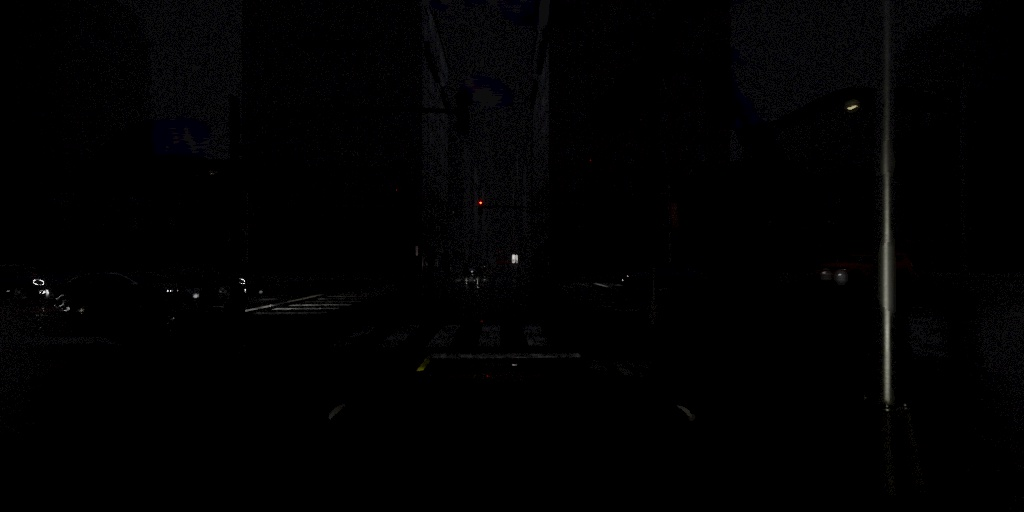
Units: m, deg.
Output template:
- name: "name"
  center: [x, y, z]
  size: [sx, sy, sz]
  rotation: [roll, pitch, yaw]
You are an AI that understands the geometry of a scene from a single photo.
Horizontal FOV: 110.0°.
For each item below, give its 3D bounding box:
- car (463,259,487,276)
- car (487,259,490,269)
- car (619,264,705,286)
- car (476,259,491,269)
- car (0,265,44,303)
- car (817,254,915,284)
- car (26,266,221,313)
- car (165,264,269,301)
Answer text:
- name: "car"
  center: [-4.001, 1.257, 37.526]
  size: [2.128, 1.511, 4.902]
  rotation: [0, 0, -2]
- name: "car"
  center: [-4.288, 1.281, 47.905]
  size: [1.837, 1.490, 4.892]
  rotation: [0, 0, -2]
- name: "car"
  center: [10.209, 1.242, 24.539]
  size: [5.357, 1.411, 2.033]
  rotation: [0, 0, -2]
- name: "car"
  center: [-4.572, 1.277, 58.301]
  size: [2.128, 1.511, 4.902]
  rotation: [0, 0, -1]
- name: "car"
  center: [-23.093, 1.181, 16.790]
  size: [4.553, 1.767, 2.097]
  rotation: [0, 0, -2]
- name: "car"
  center: [24.574, 0.867, 24.989]
  size: [5.566, 2.045, 2.150]
  rotation: [0, 0, -2]
- name: "car"
  center: [-14.651, 1.289, 13.798]
  size: [4.902, 1.511, 2.128]
  rotation: [0, 0, -2]
- name: "car"
  center: [-14.248, 1.146, 17.066]
  size: [4.553, 1.767, 2.097]
  rotation: [0, 0, -2]
